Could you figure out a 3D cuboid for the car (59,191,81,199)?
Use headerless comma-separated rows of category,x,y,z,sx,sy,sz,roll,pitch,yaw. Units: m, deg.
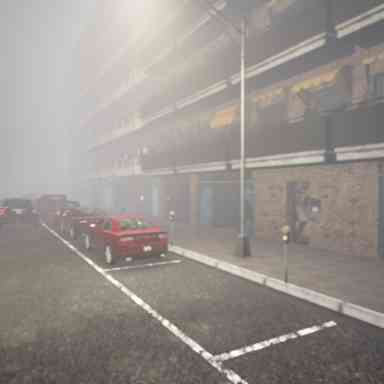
car,-30.938,0.825,84.465,5.009,1.841,2.192,1,-1,-30

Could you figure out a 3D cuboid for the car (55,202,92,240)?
car,-5.184,1.387,16.145,1.887,1.381,4.507,-1,1,-30

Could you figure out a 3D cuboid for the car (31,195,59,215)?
car,-13.643,1.144,30.763,1.967,1.590,4.097,-1,1,-30

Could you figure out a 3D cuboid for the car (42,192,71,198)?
car,-10.824,1.065,25.887,2.192,1.841,5.009,-1,1,-30

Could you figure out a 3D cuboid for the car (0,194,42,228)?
car,-10.840,1.150,20.693,2.097,1.767,4.553,0,1,-30

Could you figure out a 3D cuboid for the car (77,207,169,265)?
car,-2.364,1.433,11.272,1.887,1.381,4.507,-1,1,-30

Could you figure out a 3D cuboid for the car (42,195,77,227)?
car,-8.003,1.236,21.016,1.967,1.590,4.097,-1,1,-30

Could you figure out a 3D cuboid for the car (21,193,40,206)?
car,-22.103,1.011,45.381,1.967,1.590,4.097,-1,1,-30

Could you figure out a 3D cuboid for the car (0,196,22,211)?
car,-19.666,1.220,35.967,1.994,1.385,4.181,0,1,-30

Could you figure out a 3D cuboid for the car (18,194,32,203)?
car,-27.828,1.011,55.277,1.752,1.417,4.829,-1,1,-30

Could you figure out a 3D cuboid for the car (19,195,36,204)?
car,-24.922,1.094,50.256,1.947,1.339,4.313,-1,1,-30
